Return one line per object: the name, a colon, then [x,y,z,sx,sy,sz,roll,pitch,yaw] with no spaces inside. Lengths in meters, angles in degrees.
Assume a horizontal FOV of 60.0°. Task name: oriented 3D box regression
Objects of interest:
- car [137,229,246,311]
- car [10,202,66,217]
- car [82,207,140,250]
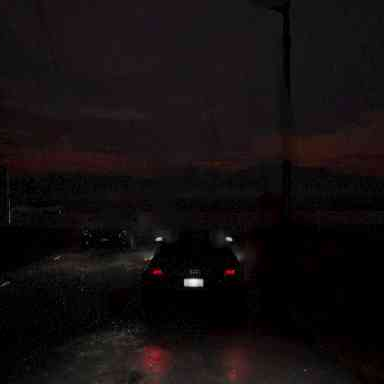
car: [0.046,1.558,7.848,1.994,1.385,4.181,0,0,0]
car: [-14.600,1.594,31.374,4.718,1.301,1.895,0,4,5]
car: [-3.357,1.466,14.553,1.882,1.535,5.008,1,0,-4]
